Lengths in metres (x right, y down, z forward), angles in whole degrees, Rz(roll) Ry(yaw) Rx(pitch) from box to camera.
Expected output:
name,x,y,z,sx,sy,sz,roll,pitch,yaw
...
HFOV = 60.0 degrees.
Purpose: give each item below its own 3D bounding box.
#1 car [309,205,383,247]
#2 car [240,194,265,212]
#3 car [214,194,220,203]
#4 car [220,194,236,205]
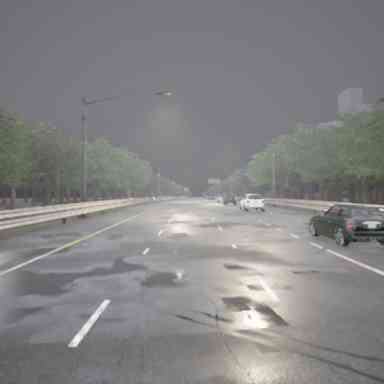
name,x,y,z,sx,sy,sz,roll,pitch,yaw
car,7.030,1.358,15.129,2.097,1.767,4.553,0,0,0
car,7.038,1.254,39.220,2.150,2.045,5.566,0,0,0
car,7.250,1.624,81.003,2.150,2.045,5.566,0,-1,0
car,7.139,1.416,63.873,2.150,2.045,5.566,0,-1,0
